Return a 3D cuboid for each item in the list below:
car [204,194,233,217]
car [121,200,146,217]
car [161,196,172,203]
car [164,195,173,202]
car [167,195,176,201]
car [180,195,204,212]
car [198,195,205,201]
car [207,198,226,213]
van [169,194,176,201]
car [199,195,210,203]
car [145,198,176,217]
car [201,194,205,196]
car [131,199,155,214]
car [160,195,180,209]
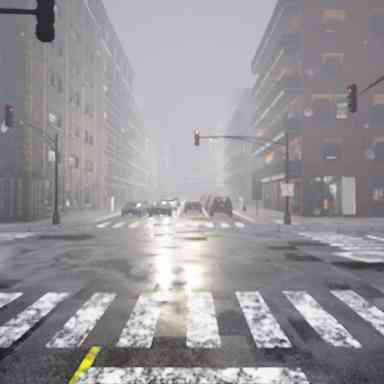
[{"bbox_3d":[2.597,1.267,30.679,2.192,1.841,5.009,1,0,0],"label":"car"},{"bbox_3d":[-5.287,1.517,30.637,1.947,1.339,4.313,1,0,0],"label":"car"},{"bbox_3d":[-5.274,1.531,69.570,2.008,1.369,4.403,1,0,0],"label":"car"},{"bbox_3d":[-5.272,1.525,74.962,1.752,1.417,4.829,1,0,0],"label":"car"},{"bbox_3d":[-5.268,1.596,86.261,2.008,1.369,4.403,1,0,0],"label":"car"},{"bbox_3d":[0.114,1.435,36.855,2.128,1.511,4.902,0,0,0],"label":"car"},{"bbox_3d":[2.614,1.634,91.854,1.947,1.339,4.313,1,0,0],"label":"car"},{"bbox_3d":[2.596,1.469,36.409,1.752,1.417,4.829,1,0,0],"label":"car"},{"bbox_3d":[-5.262,1.409,91.826,1.690,1.788,3.998,1,0,0],"label":"van"},{"bbox_3d":[2.607,1.421,69.602,1.967,1.590,4.097,1,0,0],"label":"car"},{"bbox_3d":[-2.831,1.515,30.869,1.994,1.385,4.181,0,0,0],"label":"car"},{"bbox_3d":[2.601,1.254,41.804,2.192,1.841,5.009,1,0,0],"label":"car"},{"bbox_3d":[-5.285,1.510,36.198,1.947,1.339,4.313,1,0,0],"label":"car"},{"bbox_3d":[-2.811,1.466,40.759,1.812,1.442,4.674,0,0,0],"label":"car"}]
